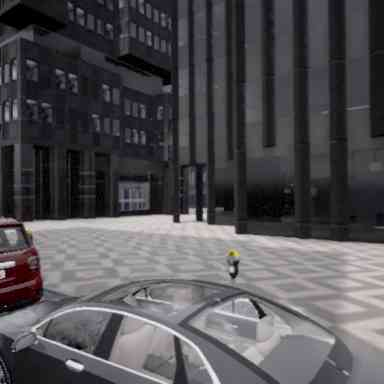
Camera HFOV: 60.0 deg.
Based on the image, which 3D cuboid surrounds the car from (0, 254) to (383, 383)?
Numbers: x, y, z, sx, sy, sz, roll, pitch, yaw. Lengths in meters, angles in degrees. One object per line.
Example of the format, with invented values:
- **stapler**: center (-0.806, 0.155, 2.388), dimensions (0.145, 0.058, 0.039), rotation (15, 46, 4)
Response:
- **car**: center (-0.456, 1.572, 3.290), dimensions (4.403, 1.369, 2.008), rotation (-1, 0, 36)

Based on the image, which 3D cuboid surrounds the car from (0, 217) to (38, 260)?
- **car**: center (-4.945, 1.388, 6.494), dimensions (5.009, 1.841, 2.192), rotation (-1, 0, 36)
